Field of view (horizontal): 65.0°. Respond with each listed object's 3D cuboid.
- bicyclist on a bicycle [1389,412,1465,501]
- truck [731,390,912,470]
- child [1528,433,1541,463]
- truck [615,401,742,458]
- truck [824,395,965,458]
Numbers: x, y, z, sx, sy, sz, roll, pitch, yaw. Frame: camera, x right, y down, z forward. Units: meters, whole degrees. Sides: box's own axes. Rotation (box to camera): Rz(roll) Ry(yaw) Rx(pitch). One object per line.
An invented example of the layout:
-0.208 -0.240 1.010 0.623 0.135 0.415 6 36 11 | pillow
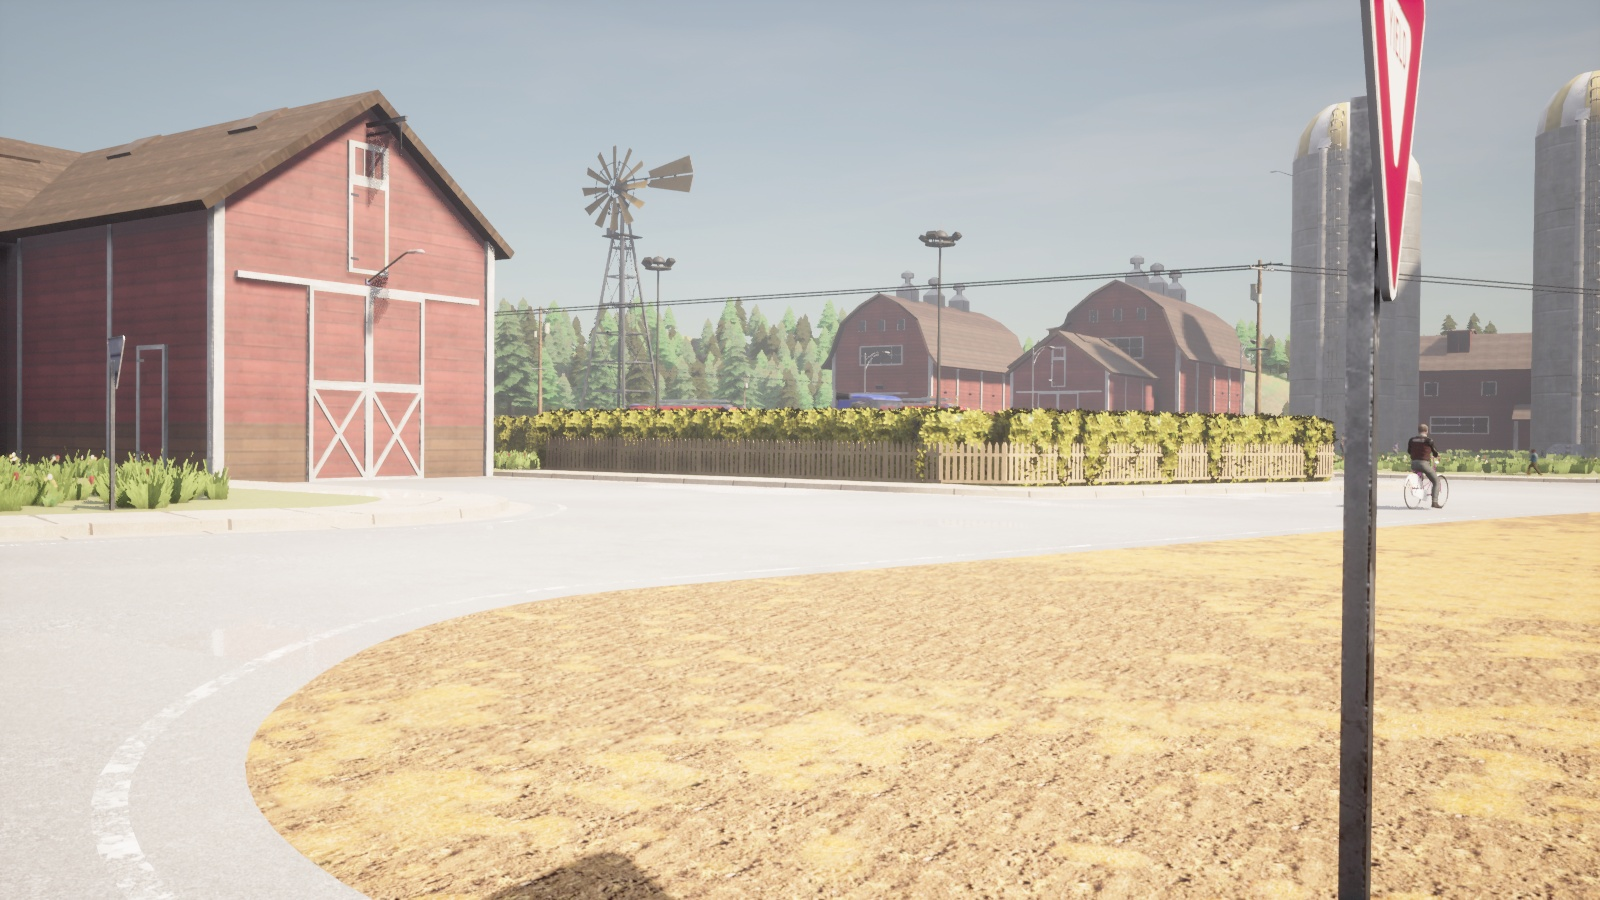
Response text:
12.987 0.119 25.984 1.843 1.776 0.659 -1 1 -37 | bicyclist on a bicycle
0.919 -0.907 57.725 7.936 3.462 2.891 0 1 33 | truck
29.435 -0.063 50.333 0.448 1.192 0.343 0 1 27 | child
-8.494 -1.414 87.702 8.468 3.827 2.891 0 1 22 | truck
5.909 -1.430 79.356 8.468 3.827 2.891 0 1 33 | truck
